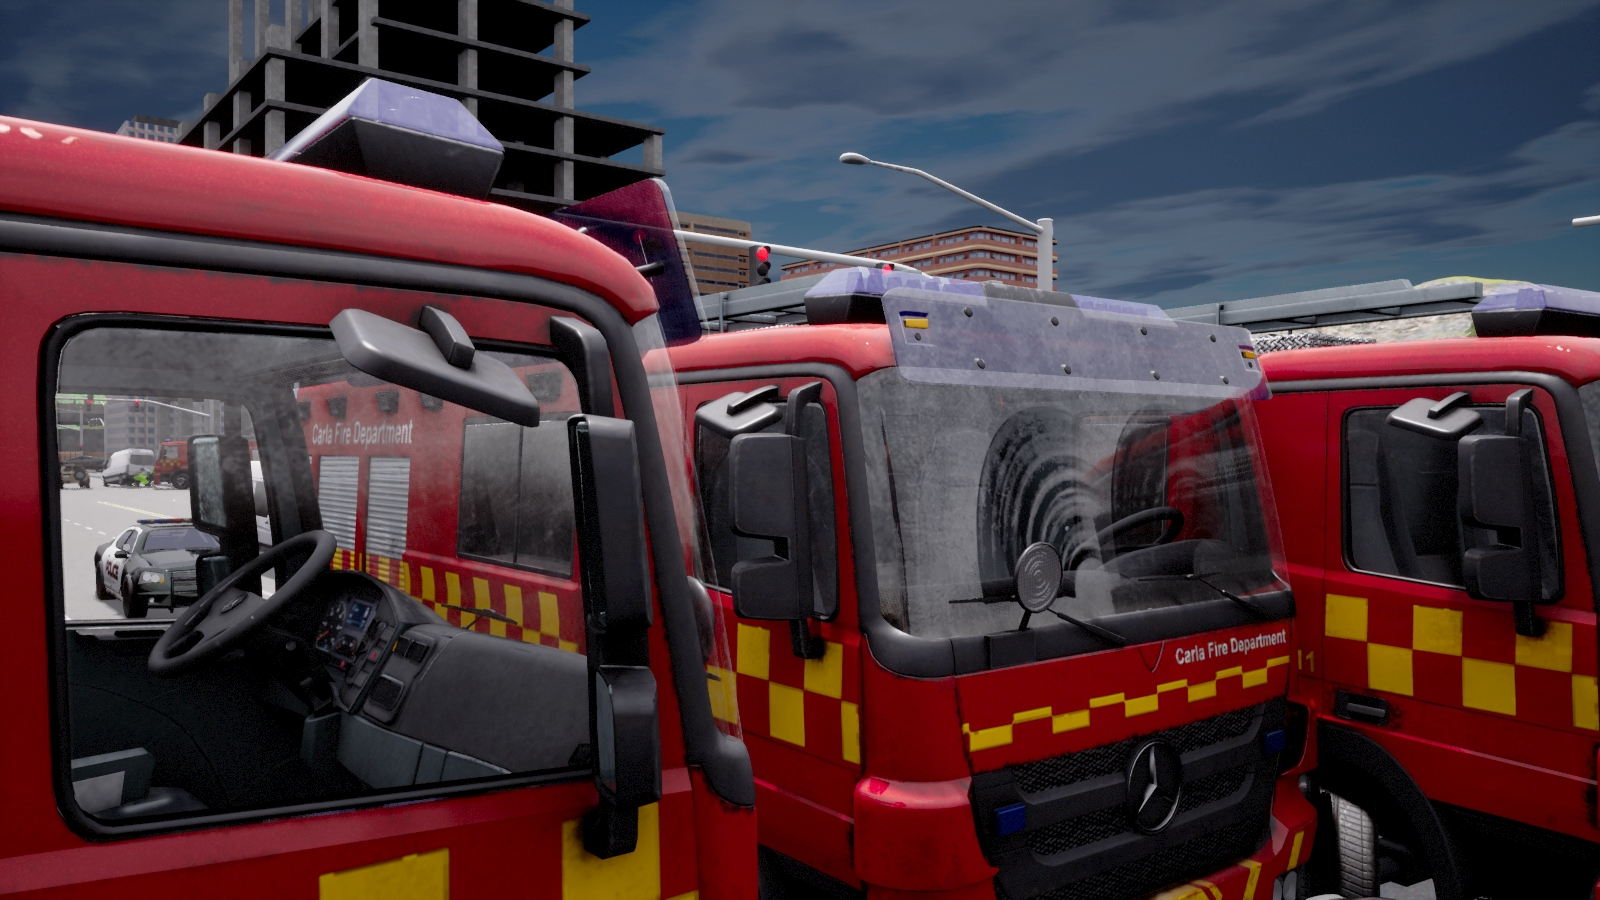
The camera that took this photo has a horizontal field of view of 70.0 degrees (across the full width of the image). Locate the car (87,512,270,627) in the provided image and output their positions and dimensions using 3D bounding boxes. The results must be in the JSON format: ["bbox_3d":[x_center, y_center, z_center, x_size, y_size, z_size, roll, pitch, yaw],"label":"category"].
[{"bbox_3d":[-11.386,2.037,20.746,2.038,1.542,4.974,0,0,-39],"label":"car"}]

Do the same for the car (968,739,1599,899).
[{"bbox_3d":[2.437,2.065,3.109,1.970,1.475,3.806,0,0,-30],"label":"car"}]

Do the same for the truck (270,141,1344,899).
[{"bbox_3d":[-1.099,0.890,8.003,2.891,3.827,8.468,0,0,-38],"label":"truck"}]

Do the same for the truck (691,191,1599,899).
[{"bbox_3d":[2.348,0.890,8.605,2.891,3.827,8.468,0,0,-31],"label":"truck"}]
